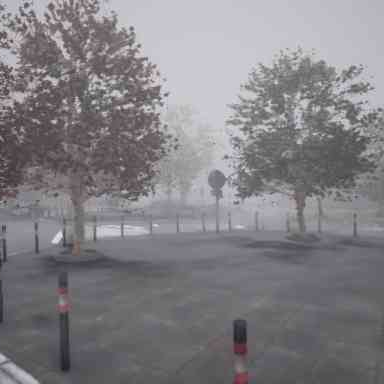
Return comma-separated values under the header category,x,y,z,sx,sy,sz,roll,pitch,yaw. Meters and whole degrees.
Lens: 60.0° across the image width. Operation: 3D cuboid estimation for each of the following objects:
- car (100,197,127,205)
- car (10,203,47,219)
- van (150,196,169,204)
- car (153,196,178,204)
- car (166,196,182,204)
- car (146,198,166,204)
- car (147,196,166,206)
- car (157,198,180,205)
category,x,y,z,sx,sy,sz,roll,pitch,yaw
car,-16.927,1.933,73.974,5.566,2.045,2.435,0,-1,-18
car,-15.739,1.772,32.308,2.128,1.511,4.902,-1,0,-3
van,-8.507,2.203,87.242,4.442,1.987,1.878,0,-2,-18
car,-6.510,1.983,81.384,5.566,2.045,2.435,0,-2,-18
car,-4.652,1.957,75.726,4.553,1.767,2.185,0,-1,-18
car,-10.050,2.641,92.989,5.366,1.575,1.946,0,-2,-18
car,-7.035,2.024,66.683,2.033,1.411,5.357,0,-1,3
car,-5.573,2.160,78.614,5.008,1.535,2.097,0,-1,-18
